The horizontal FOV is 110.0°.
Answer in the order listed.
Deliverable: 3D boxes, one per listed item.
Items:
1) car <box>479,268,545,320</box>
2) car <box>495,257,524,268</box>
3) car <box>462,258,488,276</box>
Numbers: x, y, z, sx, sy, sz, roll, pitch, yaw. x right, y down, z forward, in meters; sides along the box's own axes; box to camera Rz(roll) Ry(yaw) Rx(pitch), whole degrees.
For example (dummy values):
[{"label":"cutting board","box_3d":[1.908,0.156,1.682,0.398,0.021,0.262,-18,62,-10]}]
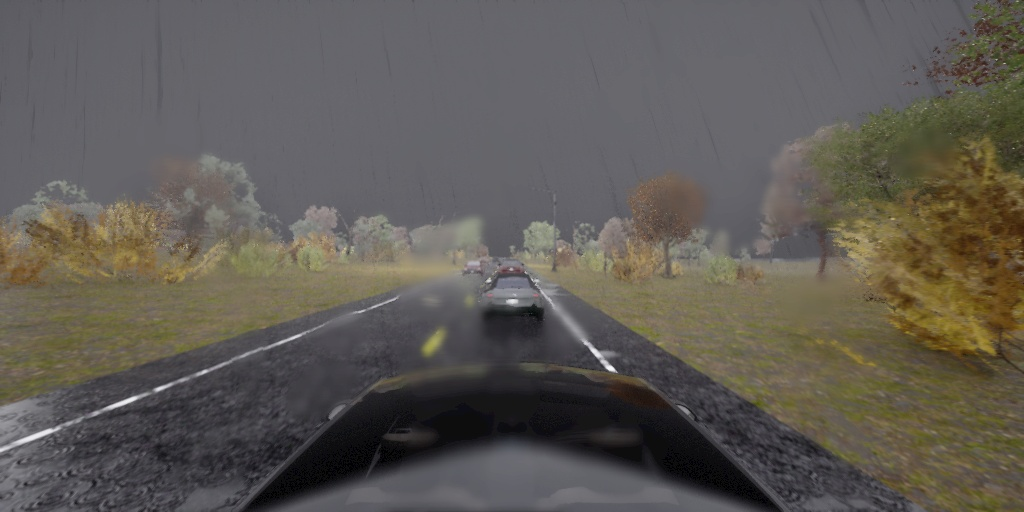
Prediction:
[{"label":"car","box_3d":[0.030,1.285,12.430,1.994,1.385,4.181,0,0,0]},{"label":"car","box_3d":[-0.064,1.028,29.377,2.097,1.767,4.553,0,0,0]},{"label":"car","box_3d":[-3.793,1.188,36.141,1.812,1.442,4.674,0,0,0]}]
